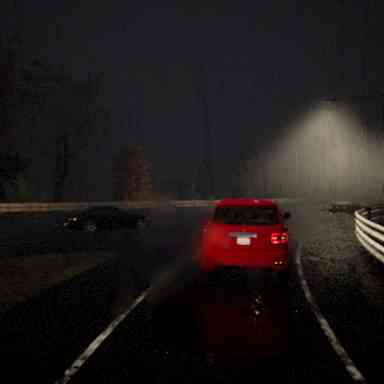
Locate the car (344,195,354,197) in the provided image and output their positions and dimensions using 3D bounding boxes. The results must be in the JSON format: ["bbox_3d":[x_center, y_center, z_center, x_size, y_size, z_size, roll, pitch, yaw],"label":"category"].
[{"bbox_3d":[38.590,1.446,81.591,1.882,1.535,5.008,0,0,19],"label":"car"}]

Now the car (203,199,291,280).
[{"bbox_3d":[1.813,1.209,10.206,2.150,2.045,5.566,0,0,14],"label":"car"}]

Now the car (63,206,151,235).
[{"bbox_3d":[-4.551,1.481,18.254,4.674,1.442,1.812,0,0,-31],"label":"car"}]

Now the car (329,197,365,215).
[{"bbox_3d":[15.734,1.533,33.596,5.357,1.411,2.033,0,0,-44],"label":"car"}]
